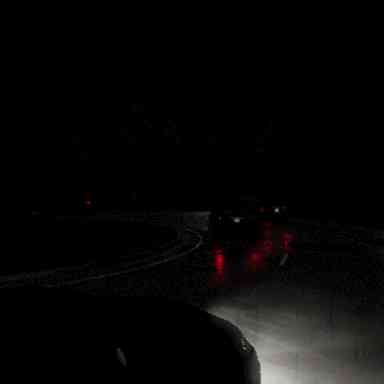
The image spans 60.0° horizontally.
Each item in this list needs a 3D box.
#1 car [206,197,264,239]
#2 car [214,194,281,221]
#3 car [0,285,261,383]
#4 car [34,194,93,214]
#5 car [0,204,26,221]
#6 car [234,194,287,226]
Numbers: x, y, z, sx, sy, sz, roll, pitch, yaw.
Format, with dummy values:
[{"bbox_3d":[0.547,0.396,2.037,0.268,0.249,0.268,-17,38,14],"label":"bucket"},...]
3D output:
[{"bbox_3d":[2.003,1.339,17.275,2.097,1.767,4.553,0,0,-2],"label":"car"},{"bbox_3d":[4.596,1.200,28.523,2.150,2.045,5.566,0,0,-40],"label":"car"},{"bbox_3d":[-1.321,1.564,2.814,4.181,1.385,1.994,0,0,-39],"label":"car"},{"bbox_3d":[-13.063,1.210,34.025,5.566,2.045,2.150,0,0,-12],"label":"car"},{"bbox_3d":[-15.566,1.596,25.727,4.718,1.301,1.895,0,0,-31],"label":"car"},{"bbox_3d":[4.110,1.205,22.898,2.150,2.045,5.566,0,0,-24],"label":"car"}]
